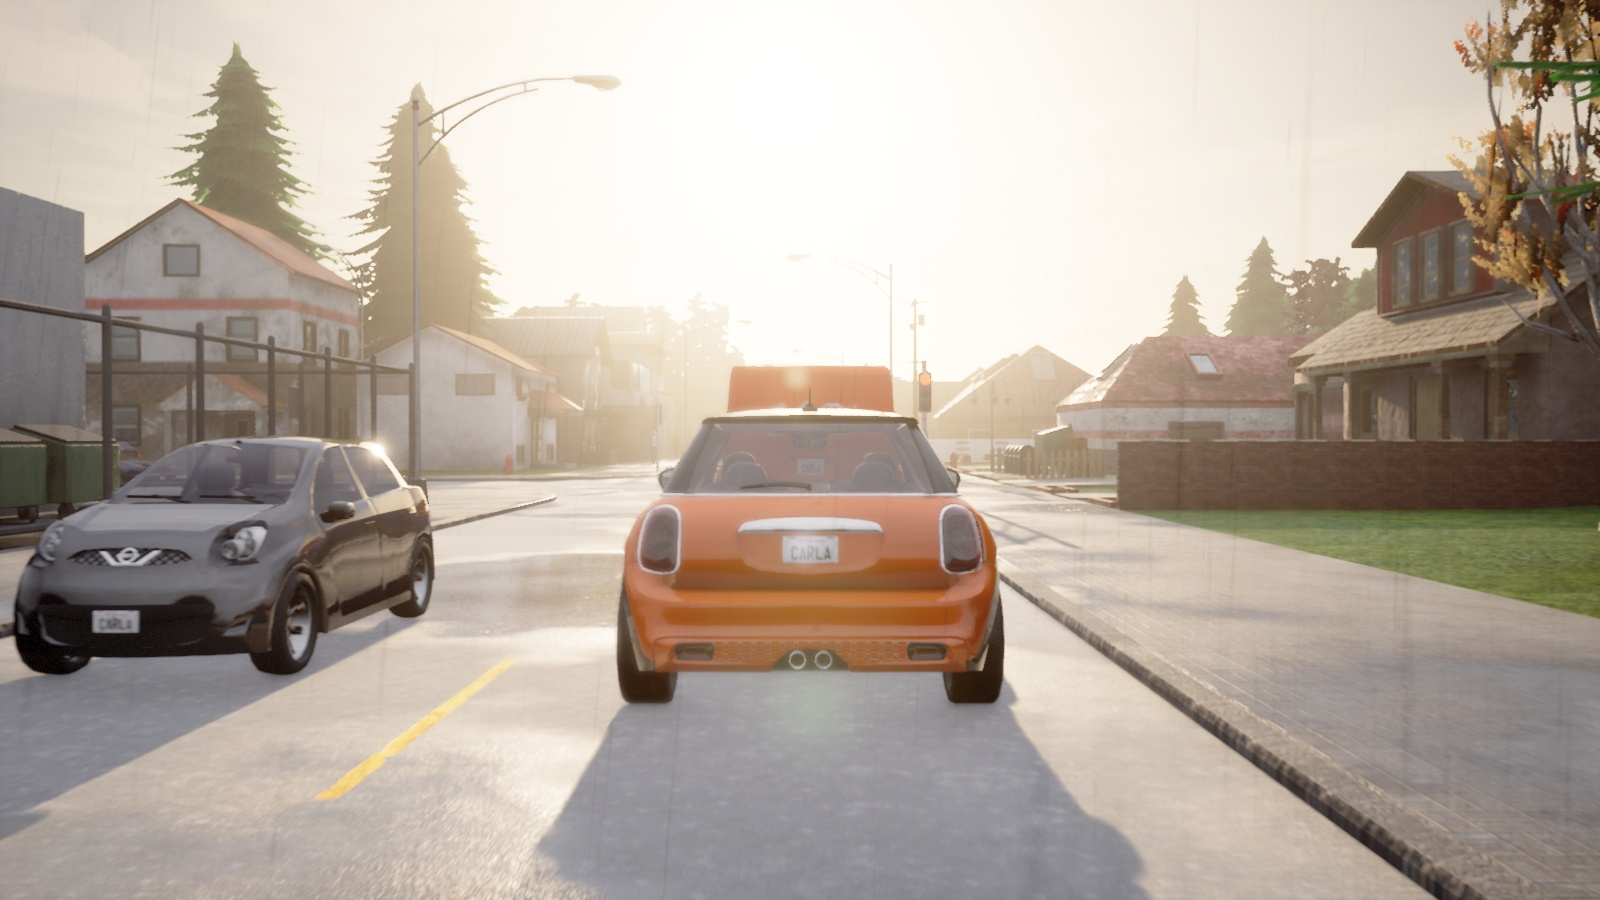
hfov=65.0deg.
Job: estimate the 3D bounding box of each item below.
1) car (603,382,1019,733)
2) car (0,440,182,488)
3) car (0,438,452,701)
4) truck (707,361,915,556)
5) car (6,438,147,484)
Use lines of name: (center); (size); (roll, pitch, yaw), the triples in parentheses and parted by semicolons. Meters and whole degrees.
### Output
car: (0.064, 0.521, 8.610); (2.097, 1.767, 4.553); (0, 1, 0)
car: (-21.806, 0.410, 37.896); (5.357, 1.411, 2.033); (0, 1, 2)
car: (-3.934, 0.670, 8.999); (1.845, 1.501, 3.633); (0, 1, 0)
truck: (0.128, 0.081, 18.481); (2.627, 2.467, 5.204); (0, 1, 0)
car: (-24.061, 0.336, 41.869); (3.633, 1.501, 1.845); (0, 1, 0)
